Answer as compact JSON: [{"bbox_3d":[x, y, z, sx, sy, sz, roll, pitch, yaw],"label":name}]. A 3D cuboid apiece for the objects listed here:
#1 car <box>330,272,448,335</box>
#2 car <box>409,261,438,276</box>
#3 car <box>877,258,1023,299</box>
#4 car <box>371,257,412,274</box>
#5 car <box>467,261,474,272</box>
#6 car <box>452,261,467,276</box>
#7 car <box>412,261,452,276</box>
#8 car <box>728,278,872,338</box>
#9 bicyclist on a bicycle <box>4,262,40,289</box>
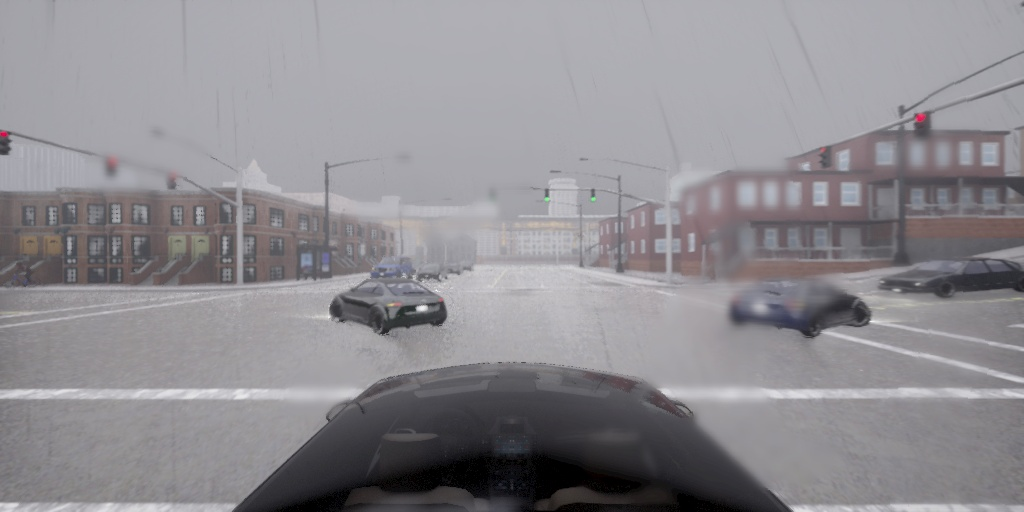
[{"bbox_3d":[-3.811,1.352,10.807,4.181,1.385,1.994,0,0,44],"label":"car"},{"bbox_3d":[-10.074,1.381,41.241,2.128,1.511,4.902,0,0,1],"label":"car"},{"bbox_3d":[18.377,0.819,14.645,5.357,1.411,2.033,-5,0,1],"label":"car"},{"bbox_3d":[-10.211,1.085,31.007,2.150,2.045,5.566,0,0,1],"label":"car"},{"bbox_3d":[-6.428,1.404,50.138,1.837,1.490,4.892,0,0,1],"label":"car"},{"bbox_3d":[-6.597,1.435,39.837,1.994,1.385,4.181,0,0,1],"label":"car"},{"bbox_3d":[-6.715,1.355,30.730,1.837,1.490,4.892,0,0,1],"label":"car"},{"bbox_3d":[8.133,1.307,10.191,4.181,1.385,1.994,0,-1,-29],"label":"car"},{"bbox_3d":[-30.543,1.221,22.383,0.582,1.620,1.656,0,0,1],"label":"bicyclist on a bicycle"}]
